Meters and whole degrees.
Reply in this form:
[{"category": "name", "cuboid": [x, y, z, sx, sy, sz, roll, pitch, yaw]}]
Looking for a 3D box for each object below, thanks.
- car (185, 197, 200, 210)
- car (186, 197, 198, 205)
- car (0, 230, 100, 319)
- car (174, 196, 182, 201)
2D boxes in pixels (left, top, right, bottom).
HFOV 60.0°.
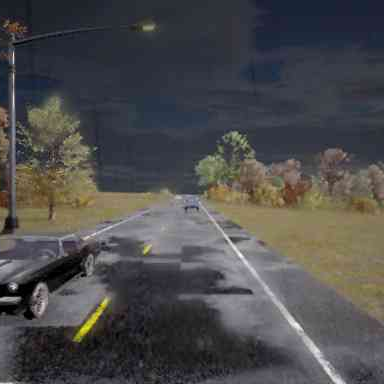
[{"category": "car", "cuboid": [0.031, 1.615, 44.269, 2.033, 1.411, 5.357, 0, 0, 0]}, {"category": "car", "cuboid": [-0.005, 1.646, 63.831, 2.033, 1.411, 5.357, 0, 0, 0]}, {"category": "car", "cuboid": [-3.610, 1.617, 7.502, 1.895, 1.301, 4.718, 0, 0, 0]}, {"category": "car", "cuboid": [-3.641, 1.671, 88.449, 1.812, 1.442, 4.674, 0, 0, 0]}]
